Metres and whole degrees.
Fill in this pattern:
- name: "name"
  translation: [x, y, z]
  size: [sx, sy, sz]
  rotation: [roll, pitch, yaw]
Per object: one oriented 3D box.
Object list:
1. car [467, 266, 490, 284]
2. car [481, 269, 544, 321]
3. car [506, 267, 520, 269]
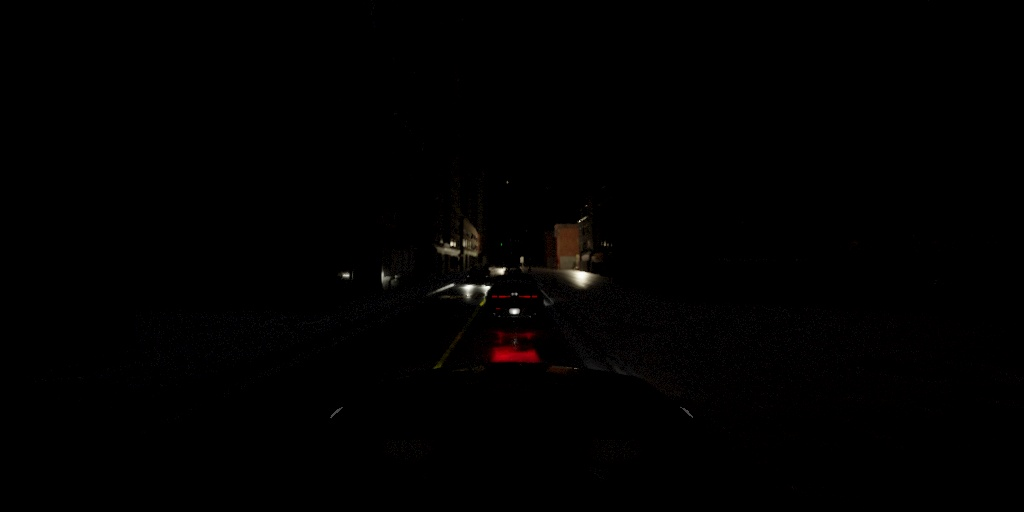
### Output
- name: "car"
  translation: [-2.845, 1.610, 31.680]
  size: [1.882, 1.535, 5.008]
  rotation: [0, -1, 0]
- name: "car"
  translation: [0.087, 1.390, 13.026]
  size: [1.837, 1.490, 4.892]
  rotation: [0, 0, 0]
- name: "car"
  translation: [0.103, 1.728, 35.044]
  size: [2.033, 1.411, 5.357]
  rotation: [0, -1, 0]
